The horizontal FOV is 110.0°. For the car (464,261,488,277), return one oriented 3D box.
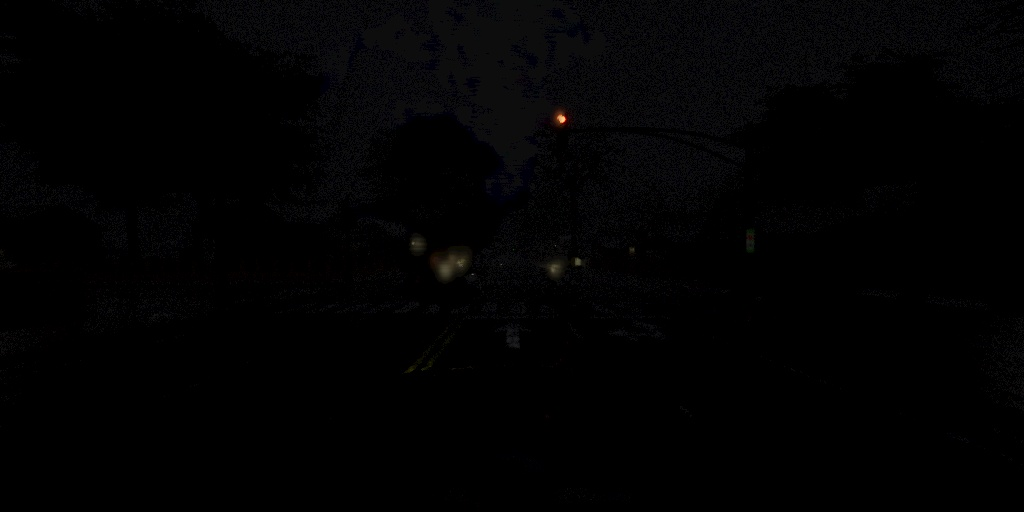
[{"bbox_3d":[-3.235,1.180,33.057,2.033,1.411,5.357,0,1,0],"label":"car"}]
